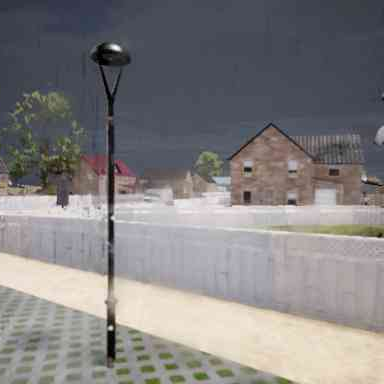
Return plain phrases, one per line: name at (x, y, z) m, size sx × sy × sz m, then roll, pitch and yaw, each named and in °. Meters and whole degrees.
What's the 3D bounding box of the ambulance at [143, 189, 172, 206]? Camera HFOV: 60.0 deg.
ambulance at (-5.092, 0.844, 49.543) m, size 2.351 × 2.431 × 6.366 m, roll 2°, pitch 1°, yaw 19°
